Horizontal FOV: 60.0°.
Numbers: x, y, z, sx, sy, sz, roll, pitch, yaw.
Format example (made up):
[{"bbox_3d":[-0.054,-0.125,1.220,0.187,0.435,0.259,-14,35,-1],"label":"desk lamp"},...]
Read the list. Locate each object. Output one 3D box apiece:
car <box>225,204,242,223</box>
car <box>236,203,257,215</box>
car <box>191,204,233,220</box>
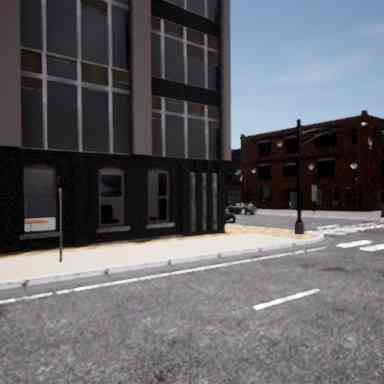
[{"bbox_3d":[1.878,1.931,28.688,1.947,1.339,4.313,-2,0,-37],"label":"car"},{"bbox_3d":[5.505,1.915,38.280,2.008,1.369,4.403,-2,0,-37],"label":"car"},{"bbox_3d":[1.930,1.957,33.194,1.994,1.385,4.181,-1,0,-37],"label":"car"}]
